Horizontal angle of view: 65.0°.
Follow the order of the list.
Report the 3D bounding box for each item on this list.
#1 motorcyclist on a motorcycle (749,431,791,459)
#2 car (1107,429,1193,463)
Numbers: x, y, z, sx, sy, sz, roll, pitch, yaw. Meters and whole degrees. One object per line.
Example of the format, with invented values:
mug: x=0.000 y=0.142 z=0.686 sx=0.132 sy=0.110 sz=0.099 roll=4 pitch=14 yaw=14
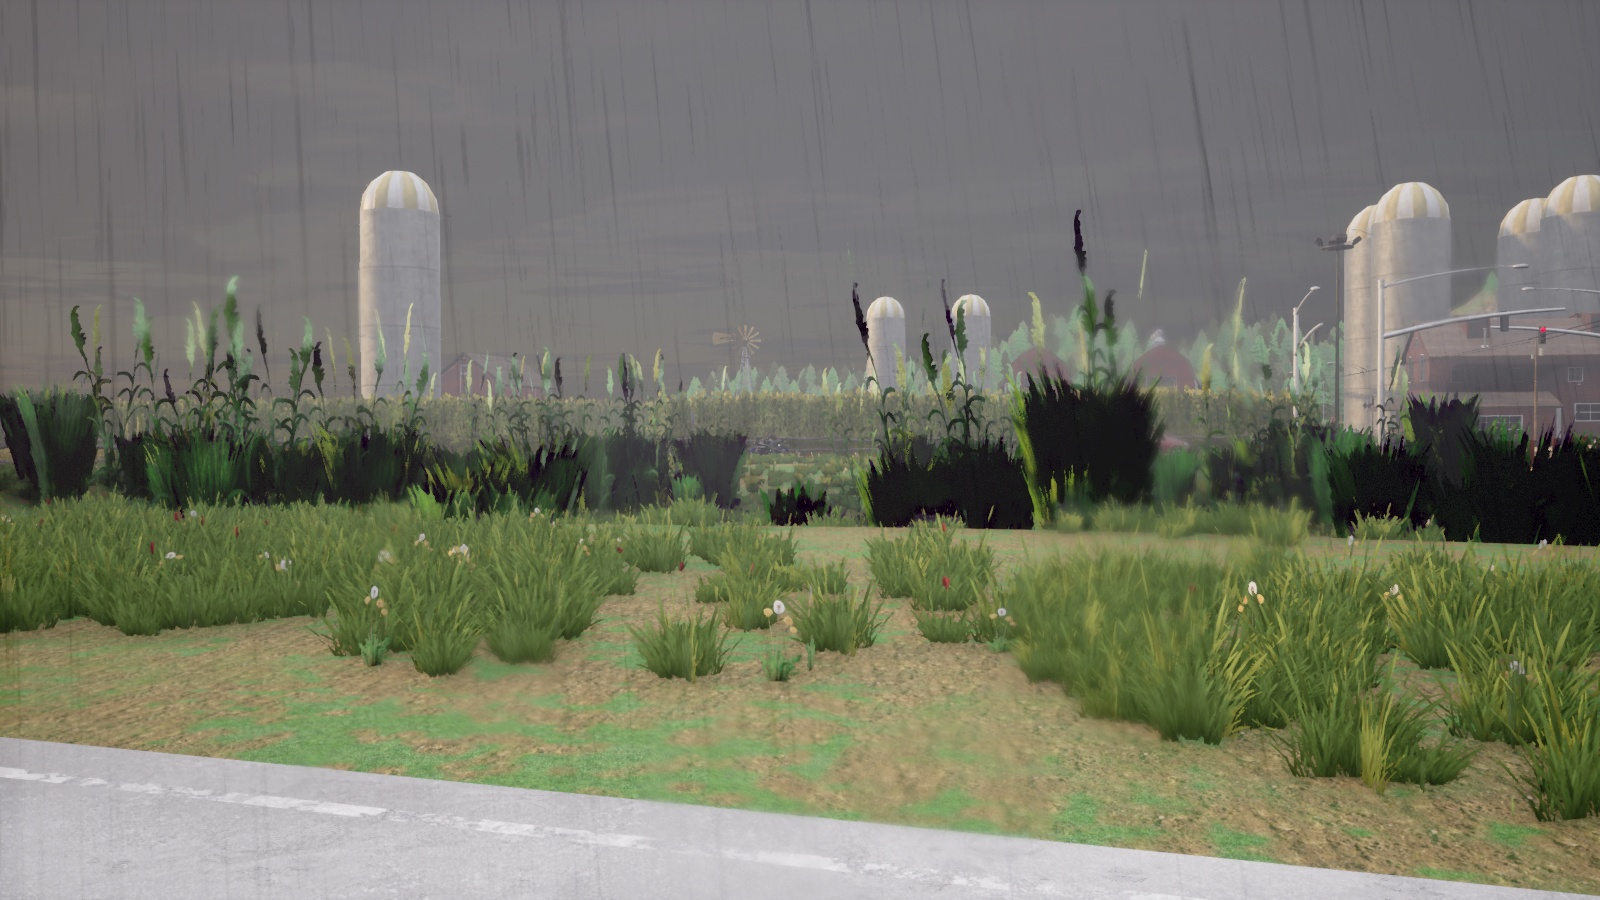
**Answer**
motorcyclist on a motorcycle: x=-1.684 y=-0.261 z=69.685 sx=2.191 sy=1.530 sz=0.866 roll=0 pitch=1 yaw=12
car: x=17.326 y=-0.208 z=62.305 sx=3.988 sy=1.617 sz=1.851 roll=0 pitch=1 yaw=12
